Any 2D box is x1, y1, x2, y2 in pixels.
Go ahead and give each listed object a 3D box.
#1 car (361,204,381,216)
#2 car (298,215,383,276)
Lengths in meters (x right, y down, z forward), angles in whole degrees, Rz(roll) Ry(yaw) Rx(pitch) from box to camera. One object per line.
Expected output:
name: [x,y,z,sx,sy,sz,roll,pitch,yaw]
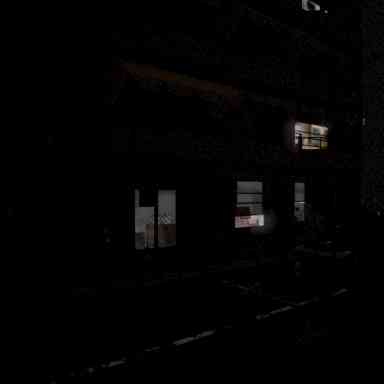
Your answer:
car: [16.065,1.803,33.189,2.128,1.511,4.902,0,-1,-36]
car: [5.071,1.582,10.257,4.206,1.307,1.802,0,0,-36]
